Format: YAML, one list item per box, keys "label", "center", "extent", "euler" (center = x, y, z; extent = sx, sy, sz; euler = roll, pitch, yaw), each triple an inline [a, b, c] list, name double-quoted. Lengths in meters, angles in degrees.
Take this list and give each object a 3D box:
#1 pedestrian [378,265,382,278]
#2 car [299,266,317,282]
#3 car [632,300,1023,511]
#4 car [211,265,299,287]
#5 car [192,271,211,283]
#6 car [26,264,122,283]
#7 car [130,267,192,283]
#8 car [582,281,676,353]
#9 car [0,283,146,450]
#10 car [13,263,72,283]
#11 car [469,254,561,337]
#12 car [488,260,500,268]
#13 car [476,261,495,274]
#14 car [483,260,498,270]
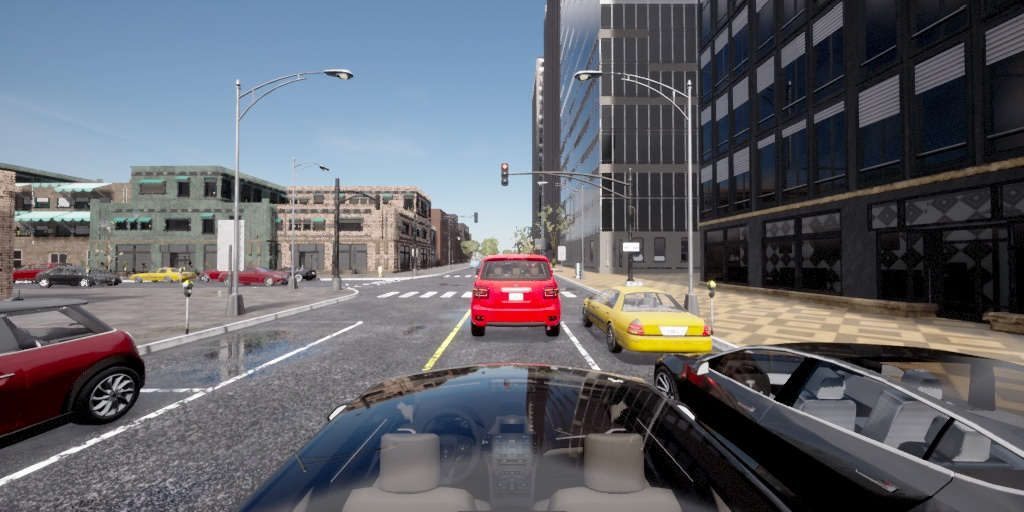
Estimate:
- label: "pedestrian"
  center: [-12.608, 1.399, 34.328]
  extent: [0.375, 1.300, 0.375]
  euler: [0, 0, 1]
- label: "car"
  center: [-19.470, 1.562, 31.448]
  extent: [4.313, 1.339, 1.948]
  euler: [0, 0, 1]
- label: "car"
  center: [2.656, 1.316, 2.776]
  extent: [1.948, 1.339, 4.313]
  euler: [0, 0, 0]
- label: "car"
  center: [-18.308, 1.419, 25.651]
  extent: [4.674, 1.442, 1.812]
  euler: [-1, -1, 1]
- label: "car"
  center: [-25.017, 1.489, 31.509]
  extent: [4.097, 1.591, 1.967]
  euler: [0, 0, 1]
- label: "car"
  center: [-31.088, 1.517, 25.794]
  extent: [4.892, 1.490, 1.837]
  euler: [0, -1, 1]
- label: "car"
  center: [-30.735, 1.627, 31.570]
  extent: [4.829, 1.417, 1.751]
  euler: [0, 0, 1]
- label: "car"
  center: [2.815, 1.277, 8.589]
  extent: [1.751, 1.417, 4.829]
  euler: [0, 0, 0]
- label: "car"
  center: [-5.692, 1.190, 2.814]
  extent: [1.967, 1.591, 4.097]
  euler: [0, 0, 0]
- label: "car"
  center: [-41.661, 1.522, 31.688]
  extent: [5.009, 1.841, 2.192]
  euler: [0, 0, 1]
- label: "car"
  center: [0.083, 0.975, 10.465]
  extent: [2.150, 2.045, 5.566]
  euler: [0, 0, 0]
- label: "car"
  center: [-3.177, 1.375, 64.455]
  extent: [1.895, 1.301, 4.718]
  euler: [0, 0, 0]
- label: "car"
  center: [-3.182, 1.313, 43.973]
  extent: [2.033, 1.411, 5.357]
  euler: [0, 0, 0]
- label: "car"
  center: [-3.195, 1.317, 54.160]
  extent: [2.033, 1.411, 5.357]
  euler: [0, 0, 0]
